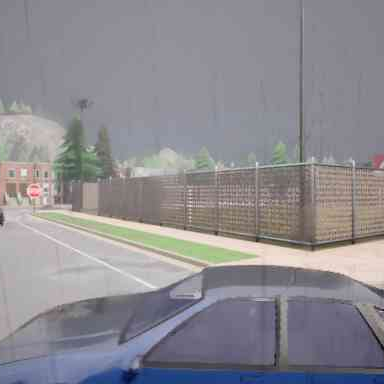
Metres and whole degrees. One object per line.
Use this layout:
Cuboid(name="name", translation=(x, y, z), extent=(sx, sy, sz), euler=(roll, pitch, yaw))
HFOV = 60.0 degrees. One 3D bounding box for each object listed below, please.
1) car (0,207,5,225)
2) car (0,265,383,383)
Cuboid(name="car", translation=(-14.305, 1.484, 23.178), extent=(2.128, 1.511, 4.902), euler=(0, 0, -35))
Cuboid(name="car", translation=(0.643, 1.550, 3.455), extent=(5.357, 1.411, 2.033), euler=(0, 0, 3))
